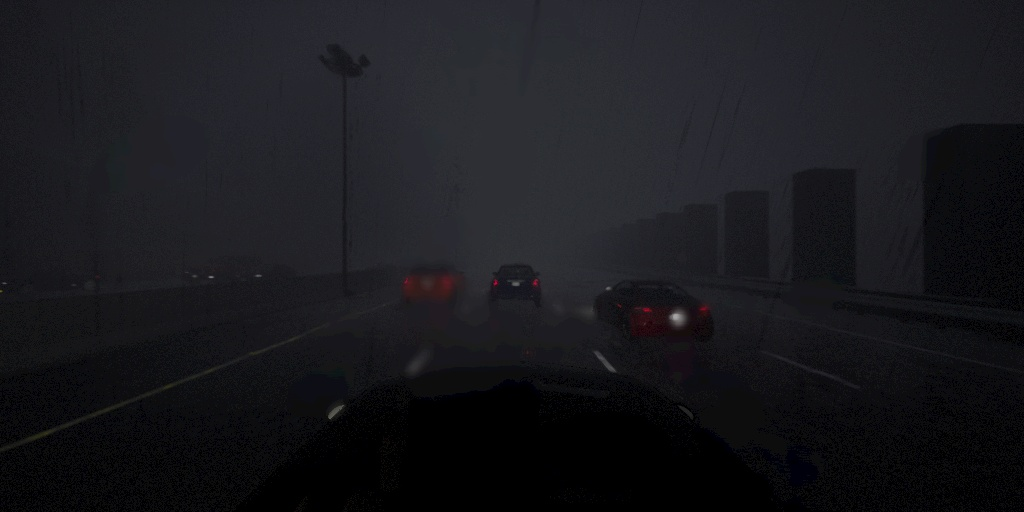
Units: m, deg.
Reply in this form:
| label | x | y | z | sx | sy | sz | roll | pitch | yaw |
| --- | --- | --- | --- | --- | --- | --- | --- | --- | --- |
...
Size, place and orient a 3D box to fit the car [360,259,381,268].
| label | x | y | z | sx | sy | sz | roll | pitch | yaw |
| --- | --- | --- | --- | --- | --- | --- | --- | --- | --- |
| car | -23.907 | 1.293 | 60.699 | 1.994 | 1.385 | 4.181 | 0 | 0 | 0 |

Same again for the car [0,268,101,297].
| label | x | y | z | sx | sy | sz | roll | pitch | yaw |
| --- | --- | --- | --- | --- | --- | --- | --- | --- | --- |
| car | -24.468 | 1.310 | 18.657 | 1.994 | 1.385 | 4.181 | 0 | 0 | 1 |

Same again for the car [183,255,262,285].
| label | x | y | z | sx | sy | sz | roll | pitch | yaw |
| --- | --- | --- | --- | --- | --- | --- | --- | --- | --- |
| car | -20.803 | 0.966 | 26.337 | 2.150 | 2.045 | 5.566 | 0 | 0 | 1 |

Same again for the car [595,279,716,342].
| label | x | y | z | sx | sy | sz | roll | pitch | yaw |
| --- | --- | --- | --- | --- | --- | --- | --- | --- | --- |
| car | 3.619 | 1.312 | 9.809 | 1.994 | 1.385 | 4.181 | 0 | 0 | 0 |

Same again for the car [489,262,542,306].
| label | x | y | z | sx | sy | sz | roll | pitch | yaw |
| --- | --- | --- | --- | --- | --- | --- | --- | --- | --- |
| car | 0.183 | 1.097 | 15.943 | 2.097 | 1.767 | 4.553 | 0 | 0 | 1 |

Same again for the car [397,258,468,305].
| label | x | y | z | sx | sy | sz | roll | pitch | yaw |
| --- | --- | --- | --- | --- | --- | --- | --- | --- | --- |
| car | -3.303 | 1.097 | 16.257 | 2.097 | 1.767 | 4.553 | 0 | 0 | 1 |

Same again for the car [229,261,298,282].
| label | x | y | z | sx | sy | sz | roll | pitch | yaw |
| --- | --- | --- | --- | --- | --- | --- | --- | --- | --- |
| car | -17.310 | 1.269 | 25.650 | 1.812 | 1.442 | 4.674 | 0 | 0 | 2 |

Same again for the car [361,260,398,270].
| label | x | y | z | sx | sy | sz | roll | pitch | yaw |
| --- | --- | --- | --- | --- | --- | --- | --- | --- | --- |
| car | -13.544 | 1.340 | 37.390 | 1.895 | 1.301 | 4.718 | 0 | 0 | 1 |
